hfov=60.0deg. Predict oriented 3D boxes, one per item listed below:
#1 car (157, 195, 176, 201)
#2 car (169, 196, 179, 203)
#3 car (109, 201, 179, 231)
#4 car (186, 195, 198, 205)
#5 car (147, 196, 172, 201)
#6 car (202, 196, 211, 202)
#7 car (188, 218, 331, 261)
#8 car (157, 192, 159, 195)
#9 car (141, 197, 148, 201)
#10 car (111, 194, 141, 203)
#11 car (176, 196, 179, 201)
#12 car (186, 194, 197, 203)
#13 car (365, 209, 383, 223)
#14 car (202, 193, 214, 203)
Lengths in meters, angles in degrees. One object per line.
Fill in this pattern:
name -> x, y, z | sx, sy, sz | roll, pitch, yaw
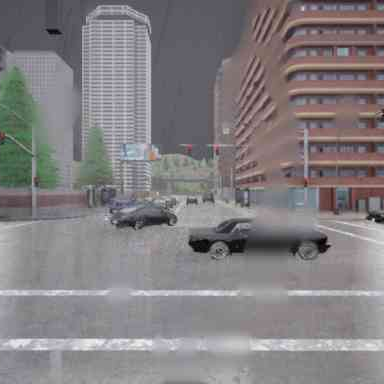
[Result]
car -> -3.652, 1.526, 47.355 | 1.812, 1.442, 4.674 | 0, 0, 0
car -> -3.600, 1.525, 68.164 | 1.812, 1.442, 4.674 | 0, 0, 0
car -> -2.943, 1.515, 20.763 | 1.812, 1.442, 4.674 | 1, 1, 39
car -> 0.027, 1.477, 59.474 | 1.882, 1.535, 5.008 | 0, 0, 0
car -> -3.647, 1.526, 38.259 | 1.812, 1.442, 4.674 | 0, 0, 0
car -> 3.400, 1.576, 78.247 | 1.895, 1.301, 4.718 | 0, 0, 0
car -> 2.221, 1.588, 11.603 | 4.718, 1.301, 1.895 | 0, 0, 0
car -> -7.119, 1.351, 65.878 | 2.097, 1.767, 4.553 | 0, 0, 0
car -> -7.158, 1.547, 45.449 | 2.033, 1.411, 5.357 | 0, 0, 0
car -> -7.146, 1.222, 35.199 | 2.150, 2.045, 5.566 | 0, 0, 0
car -> -3.655, 1.547, 57.673 | 2.033, 1.411, 5.357 | 0, 0, 0
car -> -0.089, 1.352, 69.466 | 2.097, 1.767, 4.553 | 0, 0, 0
car -> 15.002, 1.492, 23.249 | 5.357, 1.411, 2.033 | 0, 0, -12
car -> 3.412, 1.221, 68.680 | 2.150, 2.045, 5.566 | 0, 0, 0
